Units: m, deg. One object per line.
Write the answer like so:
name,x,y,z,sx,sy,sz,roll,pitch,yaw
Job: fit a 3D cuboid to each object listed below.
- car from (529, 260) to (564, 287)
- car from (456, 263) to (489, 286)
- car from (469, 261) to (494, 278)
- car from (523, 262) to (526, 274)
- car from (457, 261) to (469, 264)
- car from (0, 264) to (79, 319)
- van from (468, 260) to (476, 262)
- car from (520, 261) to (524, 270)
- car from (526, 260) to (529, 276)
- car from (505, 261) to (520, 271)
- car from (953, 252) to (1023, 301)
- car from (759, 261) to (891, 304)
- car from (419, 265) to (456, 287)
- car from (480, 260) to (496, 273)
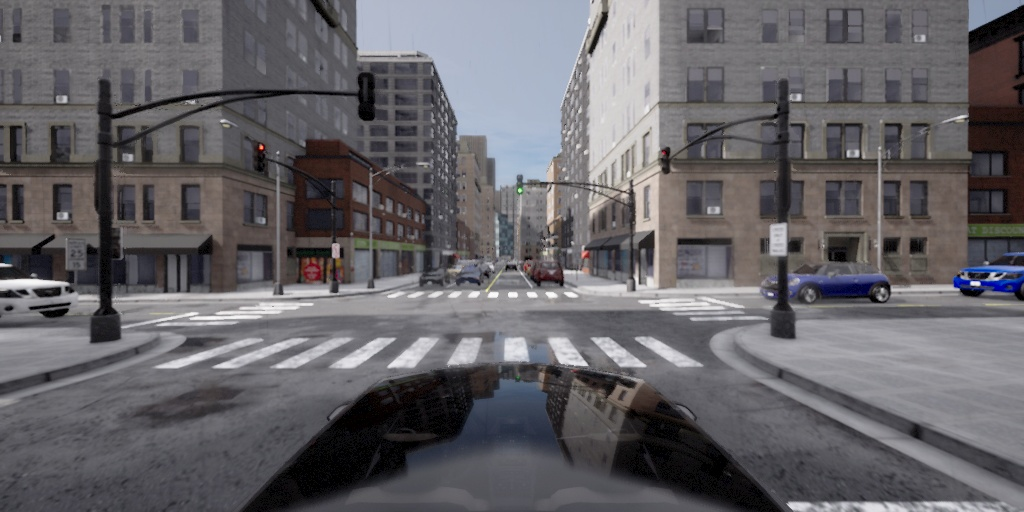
car,2.763,1.288,27.283,2.192,1.841,5.009,0,0,0
car,-3.198,1.529,28.146,2.033,1.411,5.357,0,0,0
car,-3.237,1.573,38.222,1.837,1.490,4.892,0,0,0
car,2.699,1.643,44.210,1.751,1.417,4.829,0,0,0
car,-5.807,1.596,38.251,1.751,1.417,4.829,0,0,0
car,-18.442,1.236,12.129,5.566,2.045,2.150,-1,0,-2
van,-5.830,1.458,44.006,1.690,1.789,3.998,0,0,0
car,2.679,1.479,49.625,2.192,1.841,5.009,0,0,0
car,2.742,1.337,32.869,2.192,1.841,5.009,0,0,0
car,-0.132,1.732,60.460,1.882,1.535,5.008,0,0,0
car,22.988,0.827,15.668,5.566,2.045,2.150,-1,0,0
car,13.412,1.057,15.564,4.553,1.767,2.097,-1,0,-1
car,-5.764,1.539,27.249,1.948,1.339,4.313,0,0,0
car,-3.269,1.683,48.774,1.812,1.442,4.674,0,-1,0
